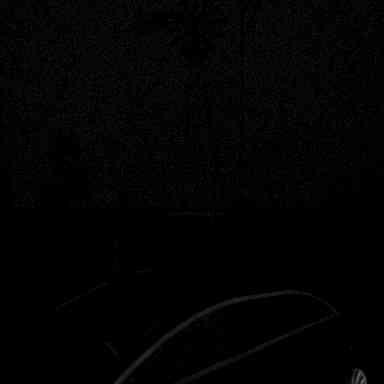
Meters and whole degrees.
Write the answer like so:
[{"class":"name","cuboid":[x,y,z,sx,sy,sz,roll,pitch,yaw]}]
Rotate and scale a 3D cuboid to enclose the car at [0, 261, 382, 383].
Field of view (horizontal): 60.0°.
[{"class":"car","cuboid":[-0.233,1.491,2.905,4.902,1.511,2.128,0,0,-35]}]
